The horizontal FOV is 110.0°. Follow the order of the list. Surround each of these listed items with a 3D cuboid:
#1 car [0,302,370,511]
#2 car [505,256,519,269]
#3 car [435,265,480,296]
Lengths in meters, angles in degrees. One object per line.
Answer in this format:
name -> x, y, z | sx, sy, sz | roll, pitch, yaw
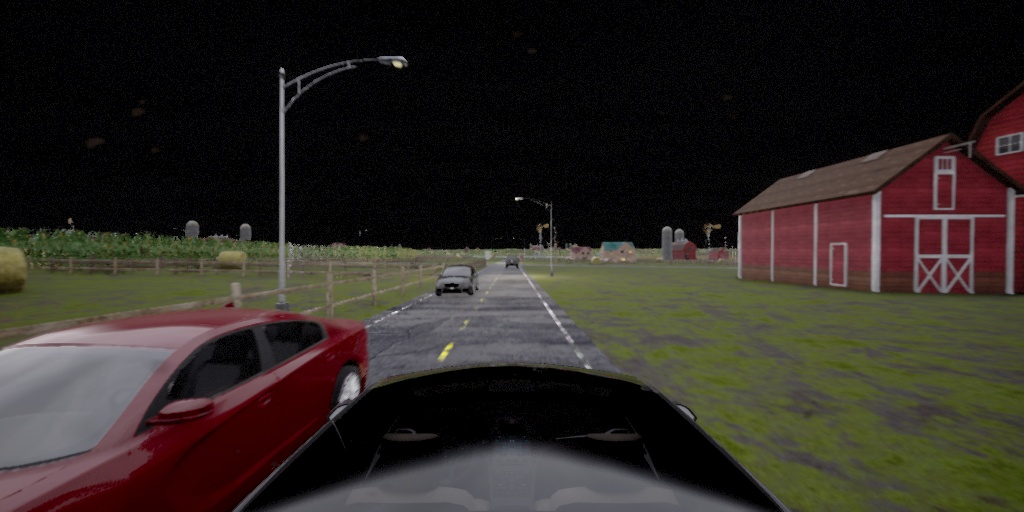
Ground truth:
car -> -2.833, 1.228, 2.759 | 1.882, 1.535, 5.008 | 0, 0, 0
car -> 0.020, 0.980, 58.574 | 2.150, 2.045, 5.566 | 0, 0, 0
car -> -2.810, 1.256, 19.244 | 1.837, 1.490, 4.892 | 0, 0, 0
